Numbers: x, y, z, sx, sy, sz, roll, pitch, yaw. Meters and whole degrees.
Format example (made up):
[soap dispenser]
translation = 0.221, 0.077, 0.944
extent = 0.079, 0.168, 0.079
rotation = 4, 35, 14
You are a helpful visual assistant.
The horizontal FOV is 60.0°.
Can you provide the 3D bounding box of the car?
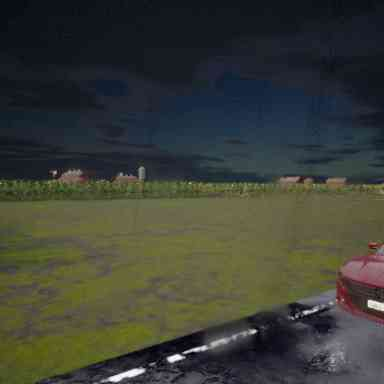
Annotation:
[car]
translation = 4.830, 1.440, 6.508
extent = 5.008, 1.535, 1.882
rotation = 0, 0, -35
